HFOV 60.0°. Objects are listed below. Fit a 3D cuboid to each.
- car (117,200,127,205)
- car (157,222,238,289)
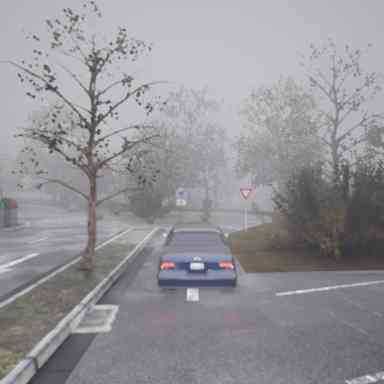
[{"bbox_3d":[-9.508,1.767,45.704,4.674,1.442,1.812,1,-2,14],"label":"car"},{"bbox_3d":[0.110,1.548,9.286,2.033,1.411,5.357,0,0,0],"label":"car"}]
